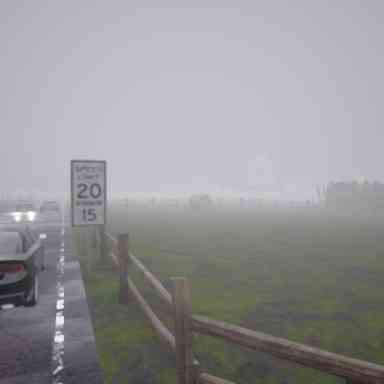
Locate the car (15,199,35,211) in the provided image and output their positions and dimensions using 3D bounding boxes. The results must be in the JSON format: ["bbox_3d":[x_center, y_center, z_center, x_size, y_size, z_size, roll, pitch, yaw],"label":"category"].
[{"bbox_3d":[-19.628,1.519,39.365,1.895,1.301,4.718,0,0,-21],"label":"car"}]

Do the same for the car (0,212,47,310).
[{"bbox_3d":[-4.444,1.460,7.521,1.882,1.535,5.008,0,0,-21],"label":"car"}]

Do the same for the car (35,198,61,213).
[{"bbox_3d":[-15.154,1.404,35.529,2.128,1.511,4.902,0,0,-21],"label":"car"}]

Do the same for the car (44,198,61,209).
[{"bbox_3d":[-18.949,1.490,45.268,1.895,1.301,4.718,0,0,-21],"label":"car"}]
